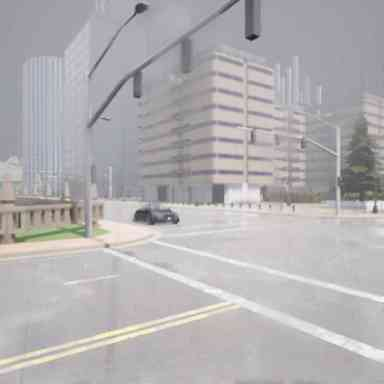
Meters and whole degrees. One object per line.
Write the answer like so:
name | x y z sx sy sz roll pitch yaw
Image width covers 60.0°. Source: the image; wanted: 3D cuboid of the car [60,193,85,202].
car | -14.257 1.194 40.012 2.150 2.045 5.566 0 0 -35

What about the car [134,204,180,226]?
car | -2.535 1.537 23.381 1.994 1.385 4.181 0 0 -32

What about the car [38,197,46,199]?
car | -23.898 1.374 53.693 1.895 1.301 4.718 0 0 -36
